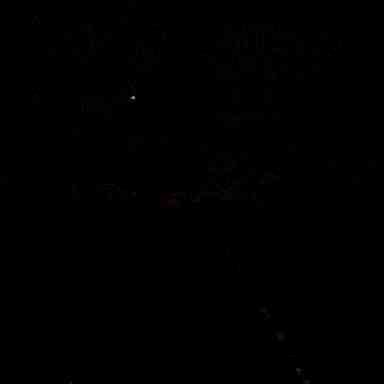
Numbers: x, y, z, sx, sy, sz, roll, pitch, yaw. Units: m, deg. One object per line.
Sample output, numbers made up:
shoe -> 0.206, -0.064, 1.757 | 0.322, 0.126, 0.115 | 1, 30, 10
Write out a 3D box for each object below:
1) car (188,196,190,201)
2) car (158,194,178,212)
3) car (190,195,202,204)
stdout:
car -> -0.030, 1.600, 82.687 | 1.812, 1.442, 4.674 | 0, 0, 0
car -> -2.859, 1.245, 40.268 | 2.150, 2.045, 5.566 | 0, 0, 0
car -> 0.938, 1.575, 64.892 | 1.801, 1.575, 5.366 | 0, 0, 0
